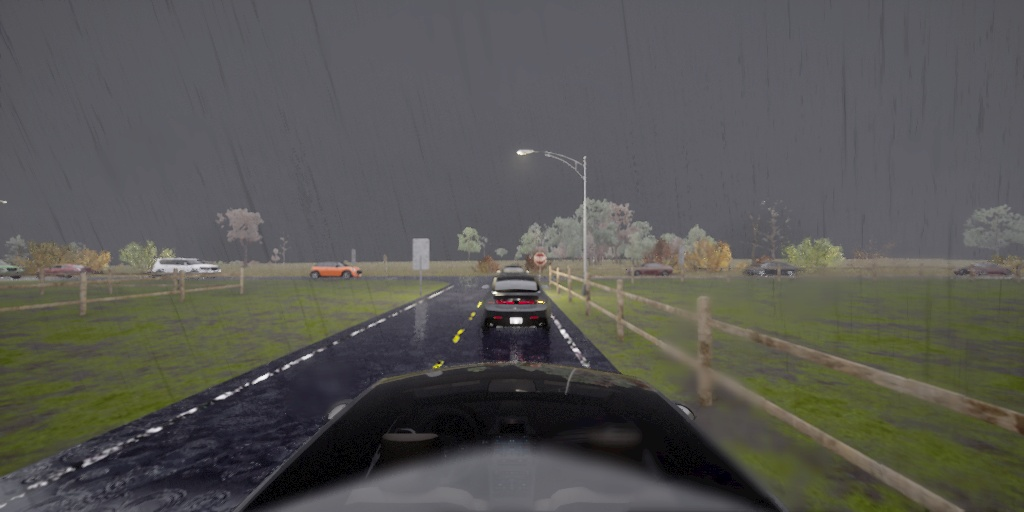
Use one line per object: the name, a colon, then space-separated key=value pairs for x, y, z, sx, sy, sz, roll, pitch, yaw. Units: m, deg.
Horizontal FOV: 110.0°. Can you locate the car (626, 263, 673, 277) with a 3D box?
car: x=14.375 y=1.431 z=37.525 sx=4.674 sy=1.442 sz=1.812 roll=0 pitch=0 yaw=0

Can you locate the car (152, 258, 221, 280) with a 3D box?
car: x=-31.674 y=1.238 z=34.971 sx=5.566 sy=2.045 sz=2.150 roll=0 pitch=0 yaw=1

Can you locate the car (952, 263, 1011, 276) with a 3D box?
car: x=48.575 y=1.425 z=37.136 sx=4.181 sy=1.385 sz=1.994 roll=0 pitch=0 yaw=1

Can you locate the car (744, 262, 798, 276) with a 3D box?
car: x=26.932 y=1.383 z=37.414 sx=4.892 sy=1.490 sz=1.837 roll=-1 pitch=0 yaw=1

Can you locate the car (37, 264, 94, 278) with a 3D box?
car: x=-47.277 y=1.605 z=38.003 sx=4.674 sy=1.442 sz=1.812 roll=0 pitch=0 yaw=1

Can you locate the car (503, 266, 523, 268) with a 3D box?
car: x=0.055 y=1.374 z=23.586 sx=1.837 sy=1.490 sz=4.892 roll=0 pitch=0 yaw=-2

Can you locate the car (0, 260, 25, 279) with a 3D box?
car: x=-51.704 y=1.343 z=35.241 sx=5.566 sy=2.045 sz=2.150 roll=0 pitch=0 yaw=0

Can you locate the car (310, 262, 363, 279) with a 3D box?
car: x=-16.981 y=1.327 z=34.843 sx=4.553 sy=1.767 sz=2.097 roll=0 pitch=0 yaw=1

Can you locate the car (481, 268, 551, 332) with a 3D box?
car: x=0.104 y=1.307 z=11.056 sx=1.837 sy=1.490 sz=4.892 roll=0 pitch=0 yaw=0
